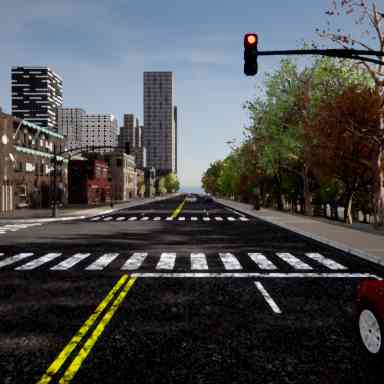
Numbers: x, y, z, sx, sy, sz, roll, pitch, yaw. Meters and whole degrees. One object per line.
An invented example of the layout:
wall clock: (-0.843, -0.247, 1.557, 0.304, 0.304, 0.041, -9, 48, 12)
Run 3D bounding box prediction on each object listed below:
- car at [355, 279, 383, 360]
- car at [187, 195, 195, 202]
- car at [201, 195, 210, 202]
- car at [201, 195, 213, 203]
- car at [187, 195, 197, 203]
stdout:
car: (3.344, 1.477, 2.928, 1.882, 1.535, 5.008, 0, 0, 0)
car: (-0.167, 1.469, 77.348, 1.837, 1.490, 4.892, 0, 0, 0)
car: (3.088, 1.469, 76.289, 1.837, 1.490, 4.892, 0, 0, 0)
car: (3.206, 1.523, 65.794, 2.033, 1.411, 5.357, 0, 0, 0)
car: (-0.045, 1.575, 67.309, 1.895, 1.301, 4.718, 0, 0, 0)
